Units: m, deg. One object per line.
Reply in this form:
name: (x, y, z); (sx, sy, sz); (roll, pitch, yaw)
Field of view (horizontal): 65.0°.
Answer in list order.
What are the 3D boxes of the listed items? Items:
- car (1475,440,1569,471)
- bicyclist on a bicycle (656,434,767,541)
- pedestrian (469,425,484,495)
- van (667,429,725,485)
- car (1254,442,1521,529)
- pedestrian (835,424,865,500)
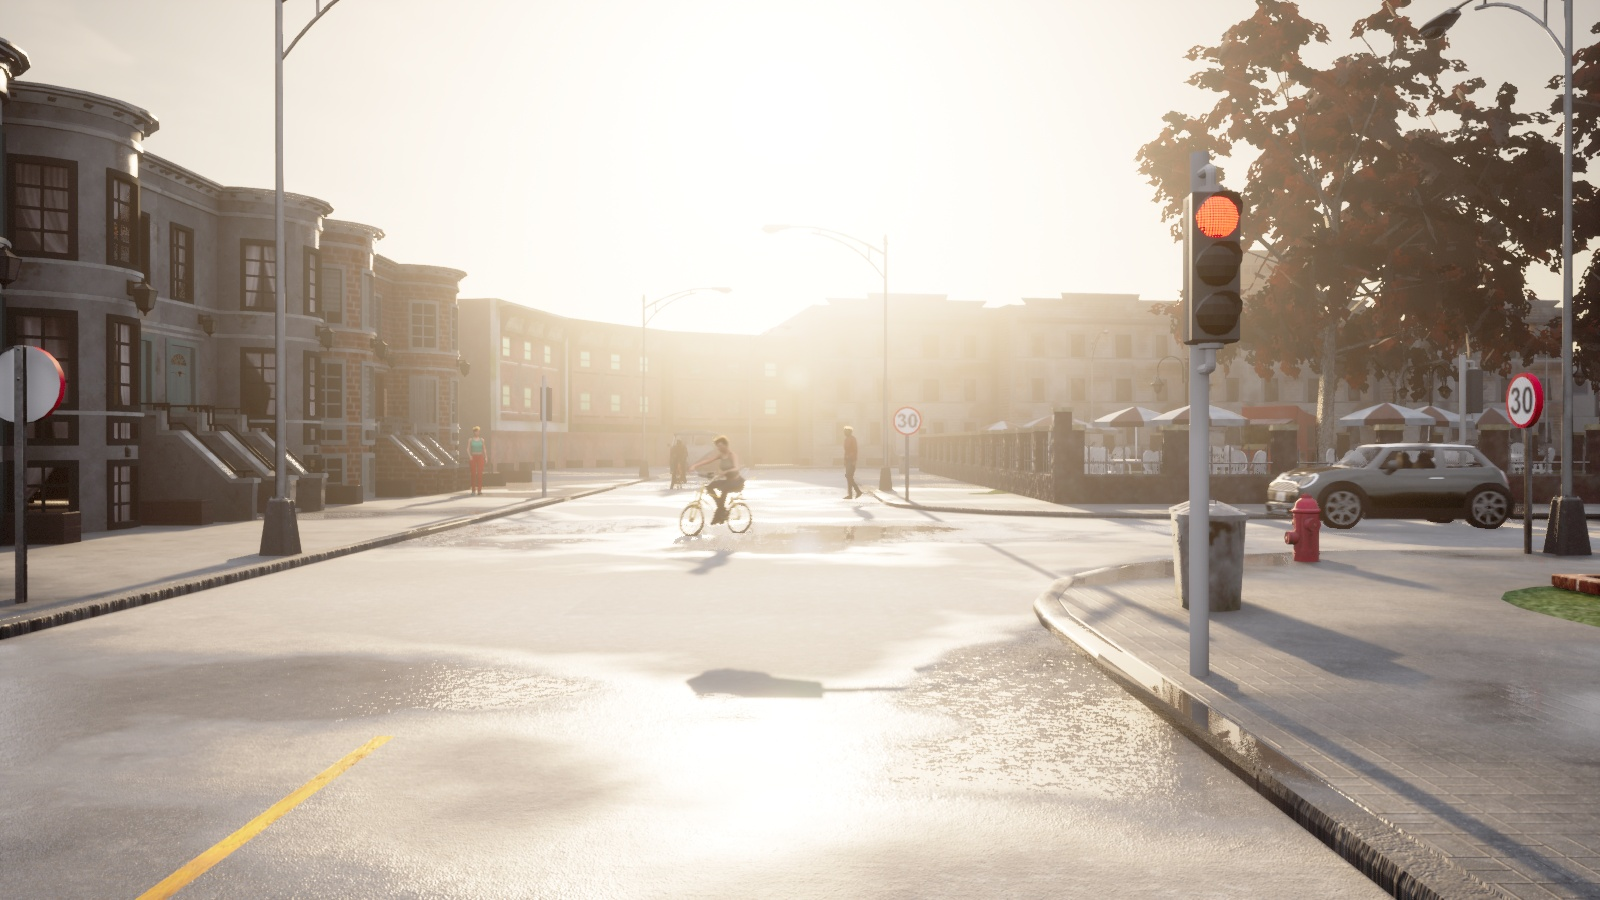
car: (38.755, 0.295, 67.504); (3.988, 1.617, 1.851); (0, 0, 0)
bicyclist on a bicycle: (-1.417, 0.568, 20.113); (1.509, 1.612, 0.866); (0, 3, -42)
pedestrian: (-8.555, 0.262, 33.245); (0.345, 1.836, 0.594); (0, 0, -19)
van: (-3.846, 0.230, 47.095); (1.775, 1.987, 4.442); (0, 0, 0)
car: (10.336, 0.594, 22.319); (3.806, 1.475, 1.970); (0, 0, 0)
pedestrian: (1.223, 0.292, 30.763); (0.636, 1.846, 0.331); (0, 0, -23)
